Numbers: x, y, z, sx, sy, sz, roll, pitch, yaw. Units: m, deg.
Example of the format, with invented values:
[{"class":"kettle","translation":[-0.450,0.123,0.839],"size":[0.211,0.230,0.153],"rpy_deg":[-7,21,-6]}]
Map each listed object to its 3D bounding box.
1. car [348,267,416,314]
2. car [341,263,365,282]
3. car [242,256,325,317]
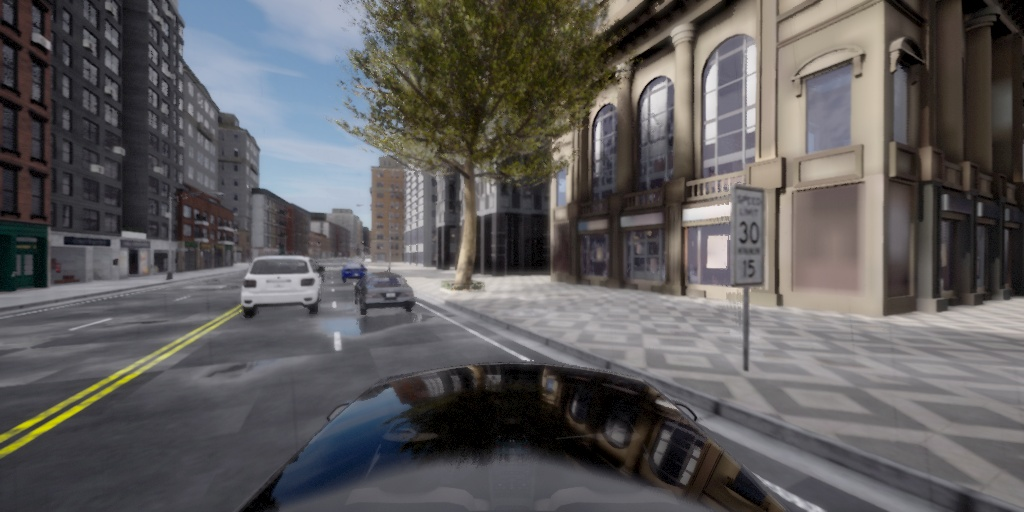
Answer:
[{"class":"car","translation":[-5.144,1.350,14.174],"size":[2.033,1.411,5.357],"rpy_deg":[0,0,-26]},{"class":"car","translation":[-13.406,1.317,30.568],"size":[1.882,1.535,5.008],"rpy_deg":[0,0,-26]},{"class":"car","translation":[-8.529,1.020,13.688],"size":[2.150,2.045,5.566],"rpy_deg":[0,0,-26]}]
